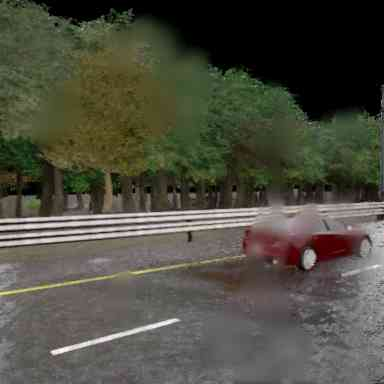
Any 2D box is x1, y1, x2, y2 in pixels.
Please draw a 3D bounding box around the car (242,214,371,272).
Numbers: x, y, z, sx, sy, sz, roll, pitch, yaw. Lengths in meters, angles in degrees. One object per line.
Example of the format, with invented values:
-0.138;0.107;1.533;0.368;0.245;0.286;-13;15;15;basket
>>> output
3.860;1.450;10.790;5.008;1.535;1.882;0;0;-35;car
